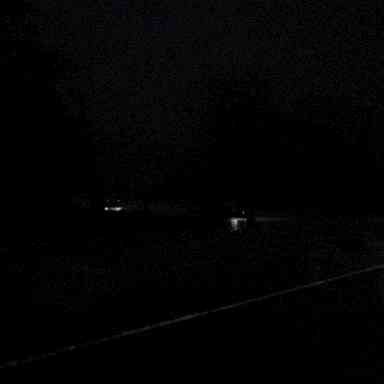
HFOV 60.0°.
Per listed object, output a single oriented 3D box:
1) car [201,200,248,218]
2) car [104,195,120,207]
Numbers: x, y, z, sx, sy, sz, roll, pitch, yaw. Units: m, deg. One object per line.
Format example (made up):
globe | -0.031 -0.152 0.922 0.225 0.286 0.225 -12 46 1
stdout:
car | 2.802 1.476 29.691 1.837 1.490 4.892 0 1 -38
car | -12.371 1.288 48.995 2.097 1.767 4.553 0 0 -38
